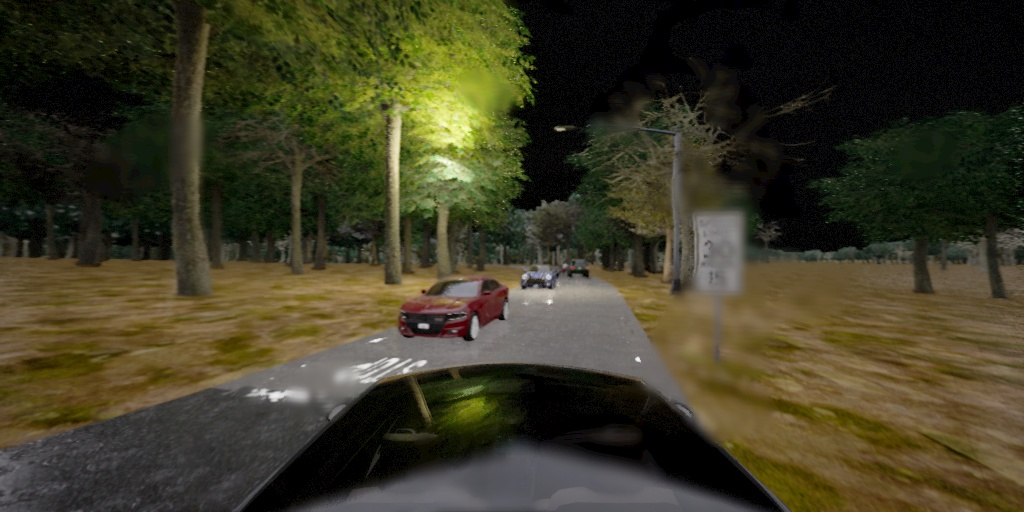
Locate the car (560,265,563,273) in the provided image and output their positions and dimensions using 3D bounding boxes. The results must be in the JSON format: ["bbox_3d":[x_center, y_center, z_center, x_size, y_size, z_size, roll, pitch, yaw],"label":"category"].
[{"bbox_3d":[4.295,1.772,39.373,1.895,1.301,4.718,0,0,7],"label":"car"}]

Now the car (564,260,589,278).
[{"bbox_3d":[7.626,1.430,41.716,2.150,2.045,5.566,0,0,5],"label":"car"}]

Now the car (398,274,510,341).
[{"bbox_3d":[-1.427,1.321,10.531,1.882,1.535,5.008,0,0,13],"label":"car"}]

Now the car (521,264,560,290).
[{"bbox_3d":[1.974,1.384,25.344,2.097,1.767,4.553,0,-1,11],"label":"car"}]
